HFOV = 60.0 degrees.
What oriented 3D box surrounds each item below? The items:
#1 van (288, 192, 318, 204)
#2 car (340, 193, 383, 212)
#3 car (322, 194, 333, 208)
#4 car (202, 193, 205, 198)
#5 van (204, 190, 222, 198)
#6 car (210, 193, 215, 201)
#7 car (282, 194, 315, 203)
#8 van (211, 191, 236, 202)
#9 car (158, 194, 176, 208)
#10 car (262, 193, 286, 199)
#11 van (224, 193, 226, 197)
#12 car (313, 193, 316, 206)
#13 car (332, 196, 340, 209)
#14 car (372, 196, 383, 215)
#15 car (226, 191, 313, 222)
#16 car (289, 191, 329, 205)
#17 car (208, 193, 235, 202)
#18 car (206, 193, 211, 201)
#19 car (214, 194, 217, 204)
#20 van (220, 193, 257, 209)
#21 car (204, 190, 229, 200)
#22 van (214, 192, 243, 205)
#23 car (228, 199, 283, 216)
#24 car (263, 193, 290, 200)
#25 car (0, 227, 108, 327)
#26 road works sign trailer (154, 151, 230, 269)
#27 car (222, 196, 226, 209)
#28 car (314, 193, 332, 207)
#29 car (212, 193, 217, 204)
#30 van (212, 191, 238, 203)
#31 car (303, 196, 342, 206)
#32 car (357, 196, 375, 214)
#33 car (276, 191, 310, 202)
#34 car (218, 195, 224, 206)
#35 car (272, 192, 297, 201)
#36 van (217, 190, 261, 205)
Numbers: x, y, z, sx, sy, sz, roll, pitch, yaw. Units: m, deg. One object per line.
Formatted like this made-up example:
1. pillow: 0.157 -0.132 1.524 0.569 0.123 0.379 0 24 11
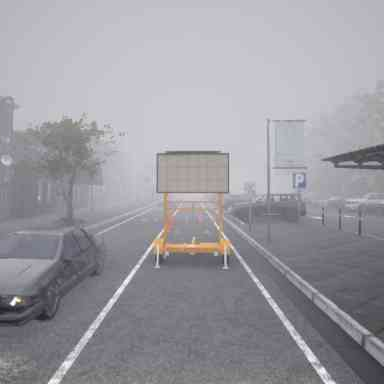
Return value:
1. van: 18.838 0.928 56.332 4.442 1.987 1.878 0 1 0
2. car: 18.744 1.095 34.121 5.566 2.045 2.435 0 0 0
3. car: 18.754 1.316 39.675 5.008 1.535 2.097 0 0 0
4. car: 5.576 0.692 72.555 5.566 2.045 2.435 0 1 0
5. van: 5.456 0.537 86.571 4.442 1.987 1.878 0 1 0
6. car: 5.662 1.227 50.131 4.892 1.521 2.231 0 1 0
7. car: 18.901 1.115 59.109 5.366 1.575 1.946 0 1 0
8. van: 5.747 0.862 61.344 4.442 1.987 1.878 0 1 0
9. car: -3.289 1.120 44.101 2.097 1.767 4.553 0 0 0
10. car: 18.683 0.904 75.763 4.892 1.521 2.231 0 1 0
11. van: 5.811 1.124 33.305 4.442 1.987 1.878 0 0 0
12. car: 18.717 1.307 45.224 4.792 1.488 2.163 0 1 0
13. car: 18.760 1.333 36.897 4.892 1.521 2.231 0 0 0
14. car: 18.790 1.374 28.571 5.008 1.535 2.097 0 0 0
15. car: 5.685 1.141 24.894 5.566 2.045 2.435 0 0 0
16. car: 18.757 0.939 53.555 5.566 2.045 2.435 0 1 0
17. car: 5.618 1.053 64.150 4.892 1.521 2.231 0 1 0
18. car: 5.615 0.909 55.736 5.566 2.045 2.435 0 1 0
19. car: 5.698 1.311 44.521 4.792 1.488 2.163 0 0 0
20. van: 5.792 1.075 41.716 4.442 1.987 1.878 0 0 0
21. car: 5.570 0.656 75.359 5.566 2.045 2.435 0 1 0
22. van: 5.766 0.971 52.937 4.442 1.987 1.878 0 1 0
23. car: 5.704 1.404 30.502 4.674 1.452 2.002 0 0 0
24. car: 18.498 0.936 72.986 5.366 1.575 1.946 0 1 0
25. car: -3.356 1.537 7.528 2.033 1.411 5.357 0 0 0
26. road works sign trailer: 0.037 0.440 11.123 2.380 3.560 2.880 0 0 2
27. car: 5.522 1.375 27.699 5.366 1.575 1.946 0 0 0
28. car: 18.938 1.294 42.452 5.366 1.575 1.946 0 0 0
29. car: 5.660 1.296 47.329 4.674 1.452 2.002 0 1 0
30. van: 5.754 0.899 58.541 4.442 1.987 1.878 0 1 0
31. car: 18.769 1.279 48.007 4.792 1.488 2.163 0 1 0
32. car: 18.784 1.360 31.347 5.008 1.535 2.097 0 0 0
33. car: 18.738 0.831 61.881 5.566 2.045 2.435 0 1 0
34. car: 5.683 1.335 36.109 5.008 1.535 2.097 0 0 0
35. car: 18.727 0.885 67.435 4.553 1.767 2.185 0 1 0
36. van: 5.565 1.094 38.914 4.442 1.987 1.878 0 0 0
